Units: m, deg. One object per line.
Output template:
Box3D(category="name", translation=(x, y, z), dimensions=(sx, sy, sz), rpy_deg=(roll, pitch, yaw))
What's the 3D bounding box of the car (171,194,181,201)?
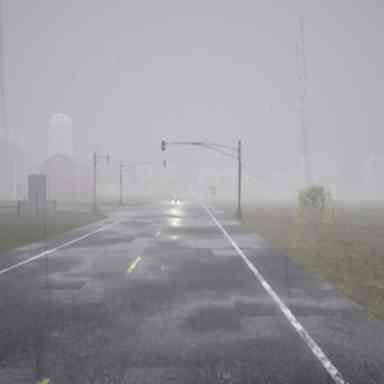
Box3D(category="car", translation=(-3.479, 1.122, 72.280), dimensions=(2.128, 1.511, 4.902), rpy_deg=(0, 0, 0))
